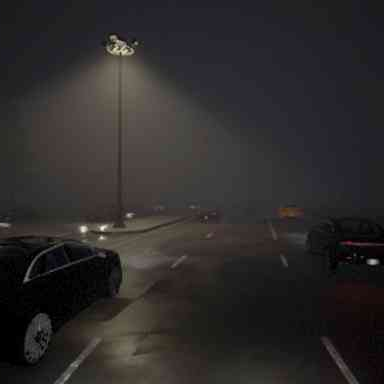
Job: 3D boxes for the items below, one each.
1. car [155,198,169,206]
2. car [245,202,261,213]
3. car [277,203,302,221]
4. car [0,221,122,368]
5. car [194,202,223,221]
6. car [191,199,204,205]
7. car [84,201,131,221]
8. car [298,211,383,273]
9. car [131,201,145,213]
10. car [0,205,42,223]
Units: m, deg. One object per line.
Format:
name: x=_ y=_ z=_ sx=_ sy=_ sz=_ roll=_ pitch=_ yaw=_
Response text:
car: x=-6.053 y=1.998 z=67.954 sx=2.128 sy=1.511 sz=4.902 roll=0 pitch=0 yaw=12
car: x=7.708 y=1.918 z=42.249 sx=2.033 sy=1.411 sz=5.357 roll=0 pitch=0 yaw=11
car: x=8.882 y=1.756 z=30.458 sx=1.882 sy=1.535 sz=5.008 roll=0 pitch=0 yaw=11
car: x=-2.747 y=1.531 z=5.869 sx=2.128 sy=1.511 sz=4.902 roll=0 pitch=0 yaw=7
car: x=1.645 y=1.851 z=29.999 sx=1.895 sy=1.301 sz=4.718 roll=0 pitch=0 yaw=11
car: x=1.132 y=2.022 z=68.150 sx=1.895 sy=1.301 sz=4.718 roll=0 pitch=0 yaw=11
car: x=-7.150 y=1.682 z=27.905 sx=1.882 sy=1.535 sz=5.008 roll=0 pitch=0 yaw=12
car: x=5.061 y=1.598 z=10.927 sx=2.128 sy=1.511 sz=4.902 roll=0 pitch=0 yaw=10
car: x=-7.685 y=1.871 z=42.803 sx=2.033 sy=1.411 sz=5.357 roll=0 pitch=0 yaw=12
car: x=-14.374 y=1.741 z=27.504 sx=1.994 sy=1.385 sz=4.181 roll=0 pitch=0 yaw=12
